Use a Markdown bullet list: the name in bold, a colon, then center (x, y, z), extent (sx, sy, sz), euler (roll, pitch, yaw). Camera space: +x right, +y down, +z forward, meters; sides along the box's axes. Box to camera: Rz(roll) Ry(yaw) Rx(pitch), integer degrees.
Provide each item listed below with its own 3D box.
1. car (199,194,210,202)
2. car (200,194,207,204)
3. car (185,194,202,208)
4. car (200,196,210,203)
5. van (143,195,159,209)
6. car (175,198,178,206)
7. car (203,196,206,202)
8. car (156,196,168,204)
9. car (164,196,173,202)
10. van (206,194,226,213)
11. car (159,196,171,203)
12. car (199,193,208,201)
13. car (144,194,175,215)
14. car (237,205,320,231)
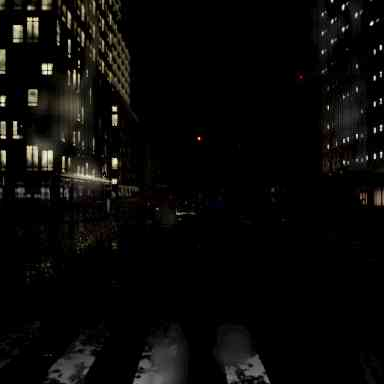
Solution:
- **car**: center (2.781, 1.311, 74.650), extent (2.192, 1.841, 5.009), euler (0, 0, 0)
- **car**: center (2.730, 1.313, 63.571), extent (2.192, 1.841, 5.009), euler (0, 0, 0)
- **car**: center (0.054, 1.505, 47.464), extent (1.837, 1.490, 4.892), euler (0, 0, 0)
- **car**: center (2.755, 1.542, 69.110), extent (1.887, 1.381, 4.507), euler (0, 0, 0)
- **van**: center (-5.727, 1.340, 46.992), extent (1.690, 1.788, 3.998), euler (0, 0, 0)
- **car**: center (-3.155, 1.525, 43.348), extent (1.812, 1.442, 4.674), euler (0, 0, 0)
- **car**: center (2.650, 1.544, 41.417), extent (1.887, 1.381, 4.507), euler (0, 0, 0)
- **car**: center (-5.651, 1.564, 63.610), extent (1.947, 1.339, 4.313), euler (0, 0, 0)
- **car**: center (-5.574, 1.578, 80.228), extent (1.802, 1.307, 4.206), euler (0, 0, 0)
- **van**: center (2.715, 1.341, 35.879), extent (1.690, 1.788, 3.998), euler (0, 0, 0)
- **car**: center (-5.626, 1.548, 69.148), extent (2.008, 1.369, 4.403), euler (0, 0, 0)
- **car**: center (2.833, 1.309, 85.729), extent (2.192, 1.841, 5.009), euler (0, 0, 0)
- **car**: center (-3.200, 1.222, 33.569), extent (2.150, 2.045, 5.566), euler (0, 0, 0)
- **car**: center (5.326, 1.526, 20.824), extent (5.008, 1.535, 1.882), euler (2, 1, 13)
